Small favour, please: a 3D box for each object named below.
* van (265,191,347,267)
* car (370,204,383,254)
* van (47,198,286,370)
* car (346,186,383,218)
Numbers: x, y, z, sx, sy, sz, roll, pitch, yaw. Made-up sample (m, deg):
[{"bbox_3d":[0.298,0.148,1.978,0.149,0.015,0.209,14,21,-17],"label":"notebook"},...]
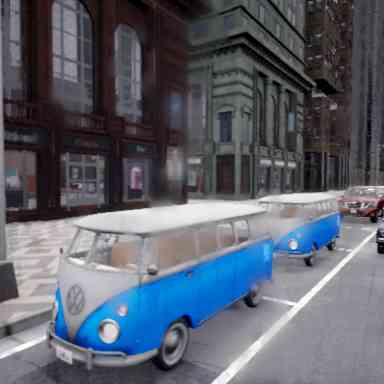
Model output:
[{"bbox_3d":[3.147,0.957,9.775,1.690,1.788,3.998,2,3,35],"label":"van"},{"bbox_3d":[7.249,1.198,10.781,1.895,1.301,4.718,2,3,35],"label":"car"},{"bbox_3d":[-0.122,1.123,5.186,1.690,1.788,3.998,2,3,35],"label":"van"},{"bbox_3d":[9.685,0.601,18.950,2.192,1.841,5.009,2,3,35],"label":"car"}]
